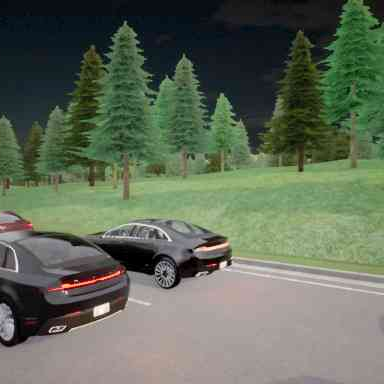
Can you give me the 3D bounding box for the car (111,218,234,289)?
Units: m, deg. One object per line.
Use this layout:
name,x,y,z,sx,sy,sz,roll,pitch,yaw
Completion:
car,-1.242,1.492,9.197,4.902,1.511,2.128,0,0,35

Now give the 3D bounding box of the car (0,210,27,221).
car,-8.743,1.526,14.567,4.674,1.442,1.812,0,0,36

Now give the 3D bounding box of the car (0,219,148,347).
car,-3.315,1.505,6.373,4.892,1.490,1.837,0,0,36
